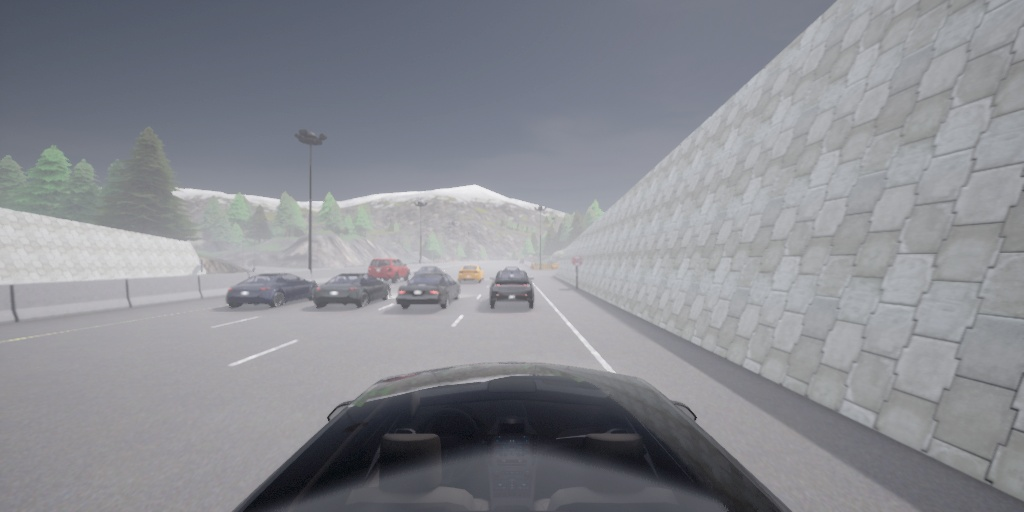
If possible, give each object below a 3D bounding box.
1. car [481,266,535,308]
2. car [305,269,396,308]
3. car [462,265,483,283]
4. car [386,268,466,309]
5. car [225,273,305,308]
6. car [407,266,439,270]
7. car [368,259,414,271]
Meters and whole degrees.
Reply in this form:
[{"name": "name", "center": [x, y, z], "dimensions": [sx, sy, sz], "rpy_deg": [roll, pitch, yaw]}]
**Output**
[{"name": "car", "center": [-0.001, 1.378, 16.141], "dimensions": [2.128, 1.511, 4.902], "rpy_deg": [0, 0, 0]}, {"name": "car", "center": [-6.998, 1.450, 16.129], "dimensions": [1.994, 1.385, 4.181], "rpy_deg": [0, 0, 0]}, {"name": "car", "center": [-3.504, 1.507, 31.320], "dimensions": [1.882, 1.535, 5.008], "rpy_deg": [0, 0, 0]}, {"name": "car", "center": [-3.504, 1.430, 15.827], "dimensions": [2.033, 1.411, 5.357], "rpy_deg": [0, -1, 0]}, {"name": "car", "center": [-10.501, 1.450, 16.114], "dimensions": [1.994, 1.385, 4.181], "rpy_deg": [0, -1, 0]}, {"name": "car", "center": [-7.010, 1.572, 30.825], "dimensions": [2.033, 1.411, 5.357], "rpy_deg": [0, -1, 0]}, {"name": "car", "center": [-10.510, 1.242, 30.865], "dimensions": [2.150, 2.045, 5.566], "rpy_deg": [0, 0, 0]}]
